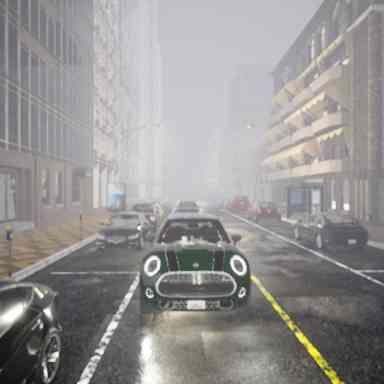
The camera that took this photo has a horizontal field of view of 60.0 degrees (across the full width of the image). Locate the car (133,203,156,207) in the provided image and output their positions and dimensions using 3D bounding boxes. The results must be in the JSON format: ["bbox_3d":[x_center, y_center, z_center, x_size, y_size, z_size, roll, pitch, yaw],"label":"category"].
[{"bbox_3d":[-2.864,1.418,19.476,1.967,1.590,4.097,0,0,-1],"label":"car"}]

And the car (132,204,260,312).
[{"bbox_3d":[0.019,1.342,7.947,2.097,1.767,4.553,0,0,-1],"label":"car"}]

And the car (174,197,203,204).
[{"bbox_3d":[-0.355,1.448,26.750,1.882,1.535,5.008,0,0,-1],"label":"car"}]

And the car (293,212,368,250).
[{"bbox_3d":[5.656,1.532,14.040,2.008,1.369,4.403,0,0,-1],"label":"car"}]

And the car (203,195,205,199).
[{"bbox_3d":[4.089,1.505,76.154,1.947,1.339,4.313,0,0,-1],"label":"car"}]

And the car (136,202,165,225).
[{"bbox_3d":[-3.002,1.498,24.951,1.752,1.417,4.829,0,0,-1],"label":"car"}]

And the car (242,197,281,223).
[{"bbox_3d":[5.371,1.410,25.333,1.967,1.590,4.097,0,0,-1],"label":"car"}]

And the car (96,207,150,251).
[{"bbox_3d":[-2.721,1.534,13.828,2.008,1.369,4.403,0,0,-1],"label":"car"}]

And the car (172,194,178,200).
[{"bbox_3d":[-4.717,1.376,92.884,1.967,1.590,4.097,0,0,-1],"label":"car"}]

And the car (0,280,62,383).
[{"bbox_3d":[-2.437,1.563,2.535,1.947,1.339,4.313,0,0,-1],"label":"car"}]

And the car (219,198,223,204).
[{"bbox_3d":[4.944,1.537,42.274,1.802,1.307,4.206,0,0,-1],"label":"car"}]

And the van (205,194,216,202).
[{"bbox_3d":[4.231,1.281,70.507,1.690,1.788,3.998,0,0,-1],"label":"van"}]

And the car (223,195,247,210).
[{"bbox_3d":[5.087,1.275,36.627,2.192,1.841,5.009,0,0,-1],"label":"car"}]
